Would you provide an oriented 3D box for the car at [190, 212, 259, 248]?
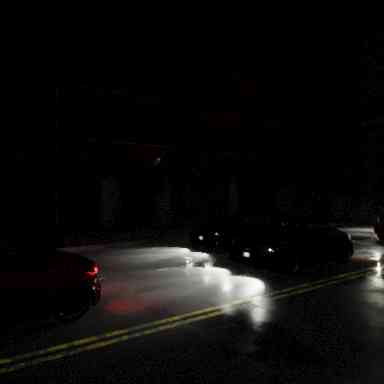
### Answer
[{"bbox_3d":[1.979,1.566,13.852,4.181,1.385,1.994,0,0,-35],"label":"car"}]

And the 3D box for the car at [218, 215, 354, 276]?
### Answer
[{"bbox_3d":[3.164,1.567,10.414,4.181,1.385,1.994,0,0,-34],"label":"car"}]

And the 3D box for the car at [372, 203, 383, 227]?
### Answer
[{"bbox_3d":[14.523,1.500,22.449,4.902,1.511,2.128,0,0,-34],"label":"car"}]

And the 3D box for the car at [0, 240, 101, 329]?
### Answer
[{"bbox_3d":[-3.736,1.564,5.637,4.181,1.385,1.994,0,0,-37],"label":"car"}]

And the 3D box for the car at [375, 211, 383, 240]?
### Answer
[{"bbox_3d":[10.999,1.227,15.819,5.566,2.045,2.150,0,0,-34],"label":"car"}]
